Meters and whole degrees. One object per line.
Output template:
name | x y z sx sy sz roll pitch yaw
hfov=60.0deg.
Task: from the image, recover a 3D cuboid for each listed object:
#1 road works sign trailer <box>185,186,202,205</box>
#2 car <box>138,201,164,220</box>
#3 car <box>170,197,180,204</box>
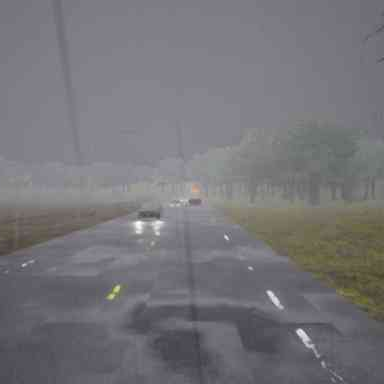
road works sign trailer | 0.517 1.128 61.029 2.380 3.560 2.880 0 47 4
car | -3.601 1.596 29.601 1.882 1.535 5.008 0 0 0
car | -3.514 1.747 69.822 1.812 1.442 4.674 0 0 0
